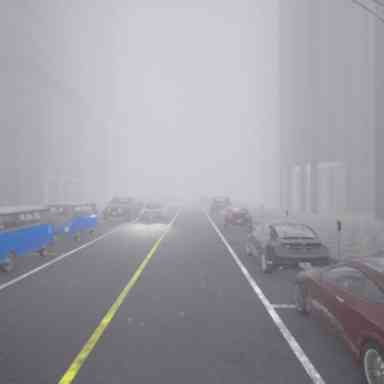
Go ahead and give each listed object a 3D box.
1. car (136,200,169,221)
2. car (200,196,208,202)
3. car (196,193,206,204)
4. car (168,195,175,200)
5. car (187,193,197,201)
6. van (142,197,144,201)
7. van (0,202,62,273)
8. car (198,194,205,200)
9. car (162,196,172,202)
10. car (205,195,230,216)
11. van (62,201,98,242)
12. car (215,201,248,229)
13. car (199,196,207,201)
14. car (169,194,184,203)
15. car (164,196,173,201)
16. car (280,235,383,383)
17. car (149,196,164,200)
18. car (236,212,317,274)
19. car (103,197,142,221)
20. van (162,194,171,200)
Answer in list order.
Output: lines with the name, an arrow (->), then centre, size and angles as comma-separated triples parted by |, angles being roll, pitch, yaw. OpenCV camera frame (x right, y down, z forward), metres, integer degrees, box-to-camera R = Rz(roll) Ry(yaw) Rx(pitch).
car -> -3.100, 1.605, 27.423 | 1.895, 1.301, 4.718 | 0, 0, 0
car -> 2.758, 1.575, 78.140 | 1.752, 1.417, 4.829 | 0, 0, 0
car -> 2.386, 1.385, 62.345 | 2.097, 1.767, 4.553 | 0, 0, 0
car -> -5.767, 1.613, 94.868 | 1.887, 1.381, 4.507 | 0, 0, 0
car -> -0.002, 1.146, 79.669 | 2.150, 2.045, 5.566 | 0, 0, 0
van -> -5.766, 1.348, 32.864 | 1.690, 1.788, 3.998 | 0, 0, 0
van -> -5.765, 1.341, 10.319 | 1.690, 1.788, 3.998 | 0, 0, 0
car -> 2.758, 1.508, 94.878 | 1.967, 1.590, 4.097 | 0, 0, 0
car -> -5.766, 1.615, 77.958 | 1.947, 1.339, 4.313 | 0, 0, 0
car -> 2.759, 1.322, 32.879 | 2.192, 1.841, 5.009 | 0, 0, 0
van -> -5.765, 1.342, 15.955 | 1.690, 1.788, 3.998 | 0, 0, 0
car -> 2.760, 1.547, 21.607 | 1.887, 1.381, 4.507 | 0, 0, 0
car -> 2.758, 1.606, 83.606 | 2.008, 1.369, 4.403 | 0, 0, 0
car -> -3.004, 1.620, 68.017 | 1.994, 1.385, 4.181 | 0, 0, 0
car -> -5.766, 1.621, 83.595 | 1.947, 1.339, 4.313 | 0, 0, 0
car -> 2.761, 1.582, 4.699 | 1.802, 1.307, 4.206 | 0, 0, 0
car -> -5.766, 1.564, 49.775 | 1.887, 1.381, 4.507 | 0, 0, 0
car -> 2.761, 1.551, 10.335 | 2.008, 1.369, 4.403 | 0, 0, 0
car -> -5.766, 1.319, 27.228 | 2.192, 1.841, 5.009 | 0, 0, 0
van -> -5.767, 1.384, 72.322 | 1.690, 1.788, 3.998 | 0, 0, 0
